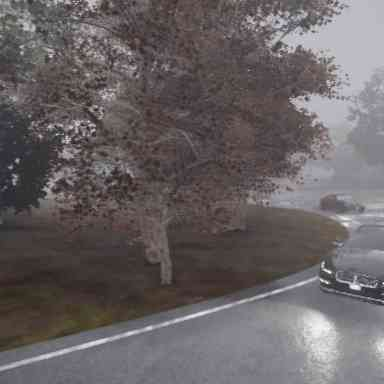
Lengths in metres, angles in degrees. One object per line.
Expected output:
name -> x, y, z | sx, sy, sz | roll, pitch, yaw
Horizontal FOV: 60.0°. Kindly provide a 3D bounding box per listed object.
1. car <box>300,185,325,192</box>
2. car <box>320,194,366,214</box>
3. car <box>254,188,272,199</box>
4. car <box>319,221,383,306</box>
car -> 22.546, -0.701, 62.527 | 4.718, 1.301, 1.895 | -4, 2, -21
car -> 12.250, 0.891, 27.433 | 1.812, 1.442, 4.674 | -3, 2, -6
car -> 10.708, 0.070, 49.984 | 2.097, 1.767, 4.553 | -2, 2, 22
car -> 4.764, 1.505, 7.957 | 1.837, 1.490, 4.892 | 1, 1, 45
